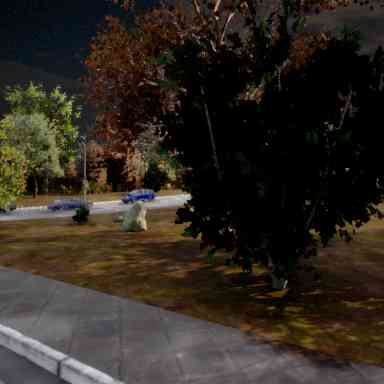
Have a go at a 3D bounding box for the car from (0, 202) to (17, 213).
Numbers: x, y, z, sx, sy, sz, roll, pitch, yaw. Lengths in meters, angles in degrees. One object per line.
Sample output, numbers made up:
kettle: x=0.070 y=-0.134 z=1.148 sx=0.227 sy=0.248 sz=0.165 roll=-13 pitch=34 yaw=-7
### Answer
car: x=-21.024 y=1.534 z=34.692 sx=2.128 sy=1.511 sz=4.902 roll=0 pitch=1 yaw=39

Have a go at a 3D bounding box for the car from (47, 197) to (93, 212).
car: x=-13.916 y=1.426 z=37.553 sx=1.812 sy=1.442 sz=4.674 roll=0 pitch=1 yaw=39

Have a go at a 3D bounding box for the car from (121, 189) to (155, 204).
car: x=-8.104 y=0.628 z=50.583 sx=2.150 sy=2.045 sz=5.566 roll=0 pitch=3 yaw=40

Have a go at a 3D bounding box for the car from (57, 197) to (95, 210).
car: x=-14.757 y=1.385 z=42.416 sx=1.994 sy=1.385 sz=4.181 roll=0 pitch=2 yaw=38
